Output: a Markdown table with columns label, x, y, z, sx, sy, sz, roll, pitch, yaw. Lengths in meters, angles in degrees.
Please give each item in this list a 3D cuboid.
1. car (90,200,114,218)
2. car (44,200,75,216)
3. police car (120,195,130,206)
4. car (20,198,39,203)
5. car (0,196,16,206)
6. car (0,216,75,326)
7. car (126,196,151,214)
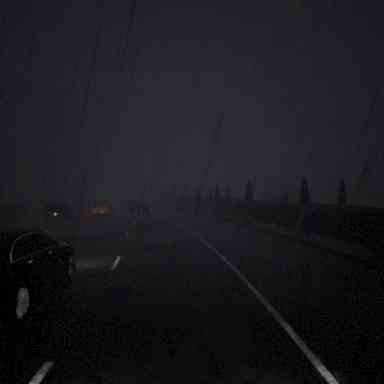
| label | x | y | z | sx | sy | sz | roll | pitch | yaw |
| --- | --- | --- | --- | --- | --- | --- | --- | --- | --- |
| car | -7.992 | 1.434 | 29.719 | 1.882 | 1.535 | 5.008 | 0 | 0 | -14 |
| car | -11.257 | 1.471 | 28.336 | 1.837 | 1.490 | 4.892 | 0 | 0 | -14 |
| police car | -10.610 | 1.337 | 54.130 | 1.930 | 1.638 | 5.238 | 0 | 0 | -14 |
| car | -23.797 | 1.552 | 48.900 | 1.895 | 1.301 | 4.718 | 0 | 0 | -14 |
| car | -27.324 | 1.312 | 48.575 | 2.097 | 1.767 | 4.553 | 0 | 0 | -14 |
| car | -3.884 | 1.499 | 6.951 | 1.837 | 1.490 | 4.892 | 0 | 0 | -4 |
| car | -5.395 | 1.468 | 33.866 | 1.812 | 1.442 | 4.674 | 0 | 0 | -14 |
